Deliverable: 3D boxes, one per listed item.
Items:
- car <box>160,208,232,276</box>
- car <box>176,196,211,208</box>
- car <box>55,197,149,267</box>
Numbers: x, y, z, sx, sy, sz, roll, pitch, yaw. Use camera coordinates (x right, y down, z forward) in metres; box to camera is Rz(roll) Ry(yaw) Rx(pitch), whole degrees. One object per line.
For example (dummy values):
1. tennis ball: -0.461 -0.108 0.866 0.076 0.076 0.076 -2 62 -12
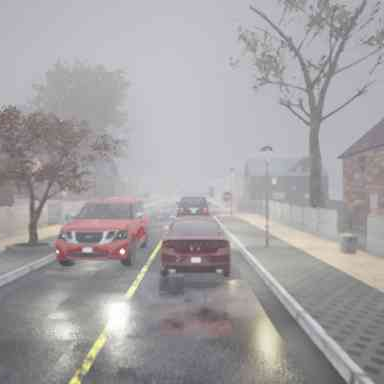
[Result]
1. car: 0.095 1.490 10.471 1.882 1.535 5.008 0 0 0
2. car: 0.093 1.254 22.431 2.150 2.045 5.566 0 0 0
3. car: -2.846 1.236 11.844 2.150 2.045 5.566 0 0 0
